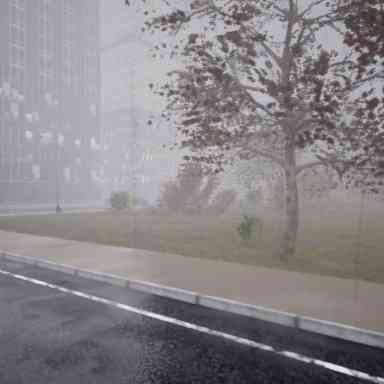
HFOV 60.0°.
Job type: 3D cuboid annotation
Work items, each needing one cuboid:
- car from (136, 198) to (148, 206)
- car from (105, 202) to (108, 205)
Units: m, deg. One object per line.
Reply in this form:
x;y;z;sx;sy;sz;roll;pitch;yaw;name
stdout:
-9.636;1.591;54.778;2.033;1.411;5.357;-1;-1;37;car
-12.254;1.635;56.678;2.033;1.411;5.357;-1;-1;38;car
